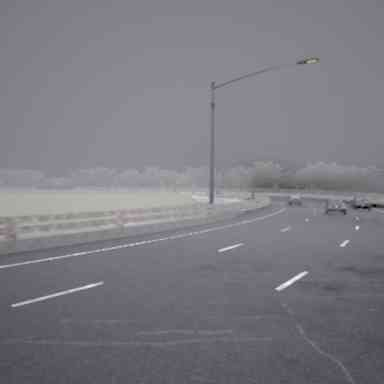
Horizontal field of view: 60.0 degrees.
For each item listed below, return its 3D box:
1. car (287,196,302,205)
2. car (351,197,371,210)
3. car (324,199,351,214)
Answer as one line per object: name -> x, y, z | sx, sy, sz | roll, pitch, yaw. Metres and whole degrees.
car -> 16.229, 1.314, 52.857 | 1.812, 1.442, 4.674 | 1, 0, 11
car -> 20.464, 1.400, 40.710 | 2.128, 1.511, 4.902 | 1, 0, 17
car -> 14.597, 1.448, 33.912 | 2.033, 1.411, 5.357 | 1, 0, 20
